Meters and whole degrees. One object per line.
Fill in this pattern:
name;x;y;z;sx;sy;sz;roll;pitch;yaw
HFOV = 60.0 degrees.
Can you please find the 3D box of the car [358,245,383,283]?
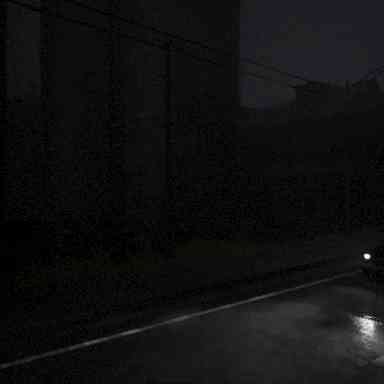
car;6.281;1.596;8.488;4.718;1.301;1.895;0;0;-36
